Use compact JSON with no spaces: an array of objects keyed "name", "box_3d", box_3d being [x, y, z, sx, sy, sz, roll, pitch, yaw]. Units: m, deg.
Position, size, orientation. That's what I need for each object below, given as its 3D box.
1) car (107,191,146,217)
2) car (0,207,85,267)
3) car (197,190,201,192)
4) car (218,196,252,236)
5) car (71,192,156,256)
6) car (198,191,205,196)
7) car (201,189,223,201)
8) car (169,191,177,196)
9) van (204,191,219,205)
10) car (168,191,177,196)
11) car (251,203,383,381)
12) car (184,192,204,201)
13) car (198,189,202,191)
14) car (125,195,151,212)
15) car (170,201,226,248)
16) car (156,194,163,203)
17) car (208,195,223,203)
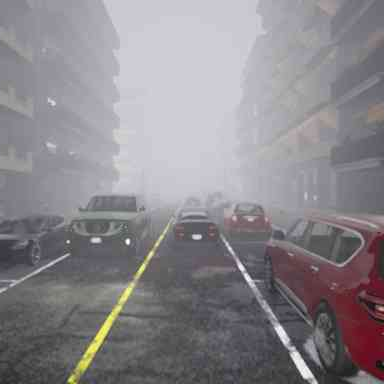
[{"name":"car","box_3d":[-5.282,0.925,27.523,2.192,1.841,5.009,1,1,0]},{"name":"car","box_3d":[-5.294,1.404,10.939,1.947,1.339,4.313,1,1,0]},{"name":"car","box_3d":[0.122,0.834,54.865,1.994,1.385,4.181,0,1,0]},{"name":"car","box_3d":[2.557,1.201,16.406,1.967,1.590,4.097,1,1,0]},{"name":"car","box_3d":[-2.845,1.035,12.629,2.150,2.045,5.566,0,1,0]},{"name":"car","box_3d":[2.618,0.337,93.499,1.752,1.417,4.829,1,1,0]},{"name":"car","box_3d":[2.568,0.783,38.527,2.192,1.841,5.009,1,1,0]},{"name":"car","box_3d":[-5.262,0.380,93.289,1.947,1.339,4.313,1,1,0]},{"name":"van","box_3d":[2.569,0.741,44.059,1.690,1.788,3.998,1,1,0]},{"name":"car","box_3d":[-5.265,0.445,87.728,1.947,1.339,4.313,1,1,0]},{"name":"car","box_3d":[2.556,1.234,5.341,2.192,1.841,5.009,1,1,0]},{"name":"car","box_3d":[0.115,1.000,38.052,1.812,1.442,4.674,0,1,0]},{"name":"car","box_3d":[2.620,0.194,87.768,2.192,1.841,5.009,1,1,0]},{"name":"car","box_3d":[-5.286,1.082,33.058,1.887,1.381,4.507,1,1,0]},{"name":"car","box_3d":[0.106,1.326,13.577,1.812,1.442,4.674,0,1,-2]},{"name":"car","box_3d":[-5.280,0.915,49.651,1.802,1.307,4.206,1,1,0]},{"name":"car","box_3d":[2.558,1.192,27.469,1.802,1.307,4.206,1,1,0]}]
